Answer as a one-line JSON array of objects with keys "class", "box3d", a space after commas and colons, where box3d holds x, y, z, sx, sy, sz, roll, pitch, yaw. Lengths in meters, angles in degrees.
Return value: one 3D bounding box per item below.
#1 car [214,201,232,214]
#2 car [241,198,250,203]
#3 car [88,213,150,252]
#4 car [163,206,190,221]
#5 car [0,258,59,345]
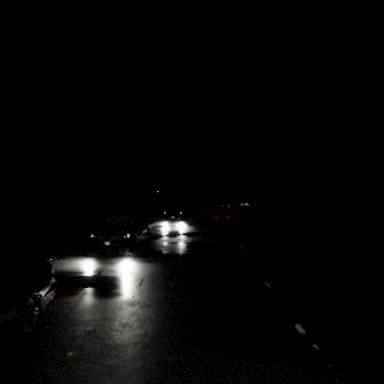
[{"class": "car", "box3d": [4.153, 1.898, 43.609, 2.097, 1.767, 4.553, 0, -1, 10]}, {"class": "car", "box3d": [15.042, 2.471, 94.309, 1.837, 1.490, 4.892, 0, 0, 21]}, {"class": "car", "box3d": [-3.039, 1.680, 14.808, 1.812, 1.442, 4.674, 0, -1, 4]}, {"class": "car", "box3d": [-1.410, 1.966, 31.646, 1.895, 1.301, 4.718, 0, -1, 7]}, {"class": "car", "box3d": [-3.505, 1.585, 4.051, 2.033, 1.411, 5.357, 0, -1, 1]}]
